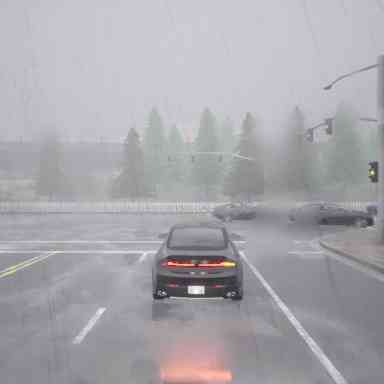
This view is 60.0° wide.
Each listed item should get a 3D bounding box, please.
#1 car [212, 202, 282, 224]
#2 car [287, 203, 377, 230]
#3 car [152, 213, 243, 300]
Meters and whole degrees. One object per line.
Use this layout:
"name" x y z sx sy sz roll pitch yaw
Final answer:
"car" 3.865 1.454 23.663 4.902 1.511 2.128 0 0 0
"car" 8.326 1.441 20.134 4.902 1.511 2.128 0 0 0
"car" 0.173 1.505 8.368 1.837 1.490 4.892 0 0 2
